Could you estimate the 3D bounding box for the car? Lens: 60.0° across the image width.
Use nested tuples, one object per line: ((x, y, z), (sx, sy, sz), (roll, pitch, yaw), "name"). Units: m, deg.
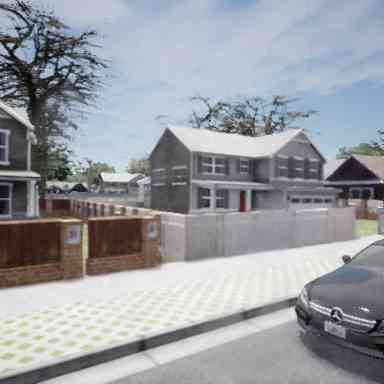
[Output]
((3.785, 1.548, 5.672), (4.674, 1.442, 1.812), (0, 0, -35), "car")
